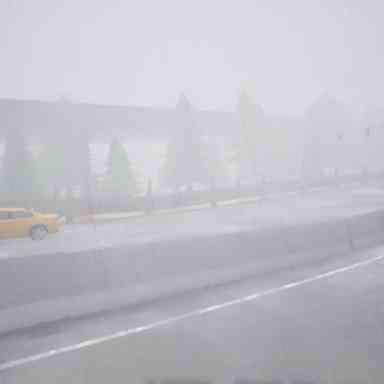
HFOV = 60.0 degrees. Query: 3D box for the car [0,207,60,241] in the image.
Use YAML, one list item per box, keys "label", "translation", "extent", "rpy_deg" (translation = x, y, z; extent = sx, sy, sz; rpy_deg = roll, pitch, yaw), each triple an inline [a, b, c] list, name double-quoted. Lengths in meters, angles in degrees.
- label: "car"
  translation: [-8.617, 1.464, 14.965]
  extent: [5.008, 1.535, 1.882]
  rpy_deg: [0, 0, -35]
